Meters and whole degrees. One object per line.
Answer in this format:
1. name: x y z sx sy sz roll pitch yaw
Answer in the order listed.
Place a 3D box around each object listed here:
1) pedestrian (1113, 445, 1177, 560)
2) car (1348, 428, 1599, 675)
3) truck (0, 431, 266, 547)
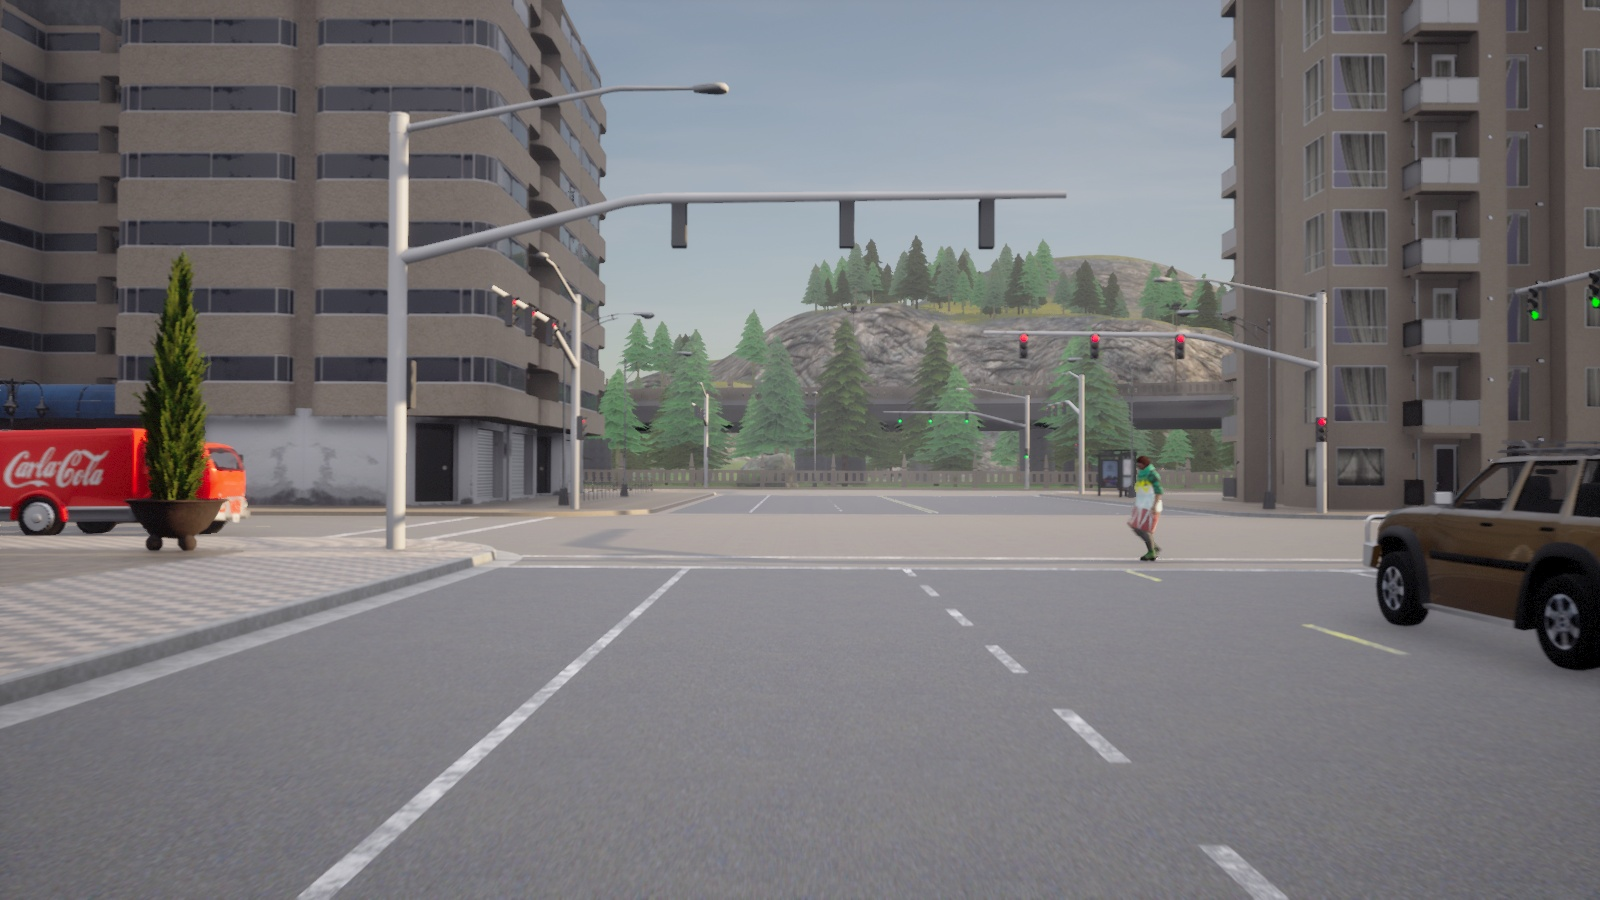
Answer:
1. pedestrian: 5.923 0.891 21.599 0.873 1.952 0.659 0 -1 -6
2. car: 6.971 0.795 11.433 1.932 1.855 4.605 0 -1 0
3. truck: -15.472 0.886 28.902 5.204 2.467 2.627 -1 -1 0
